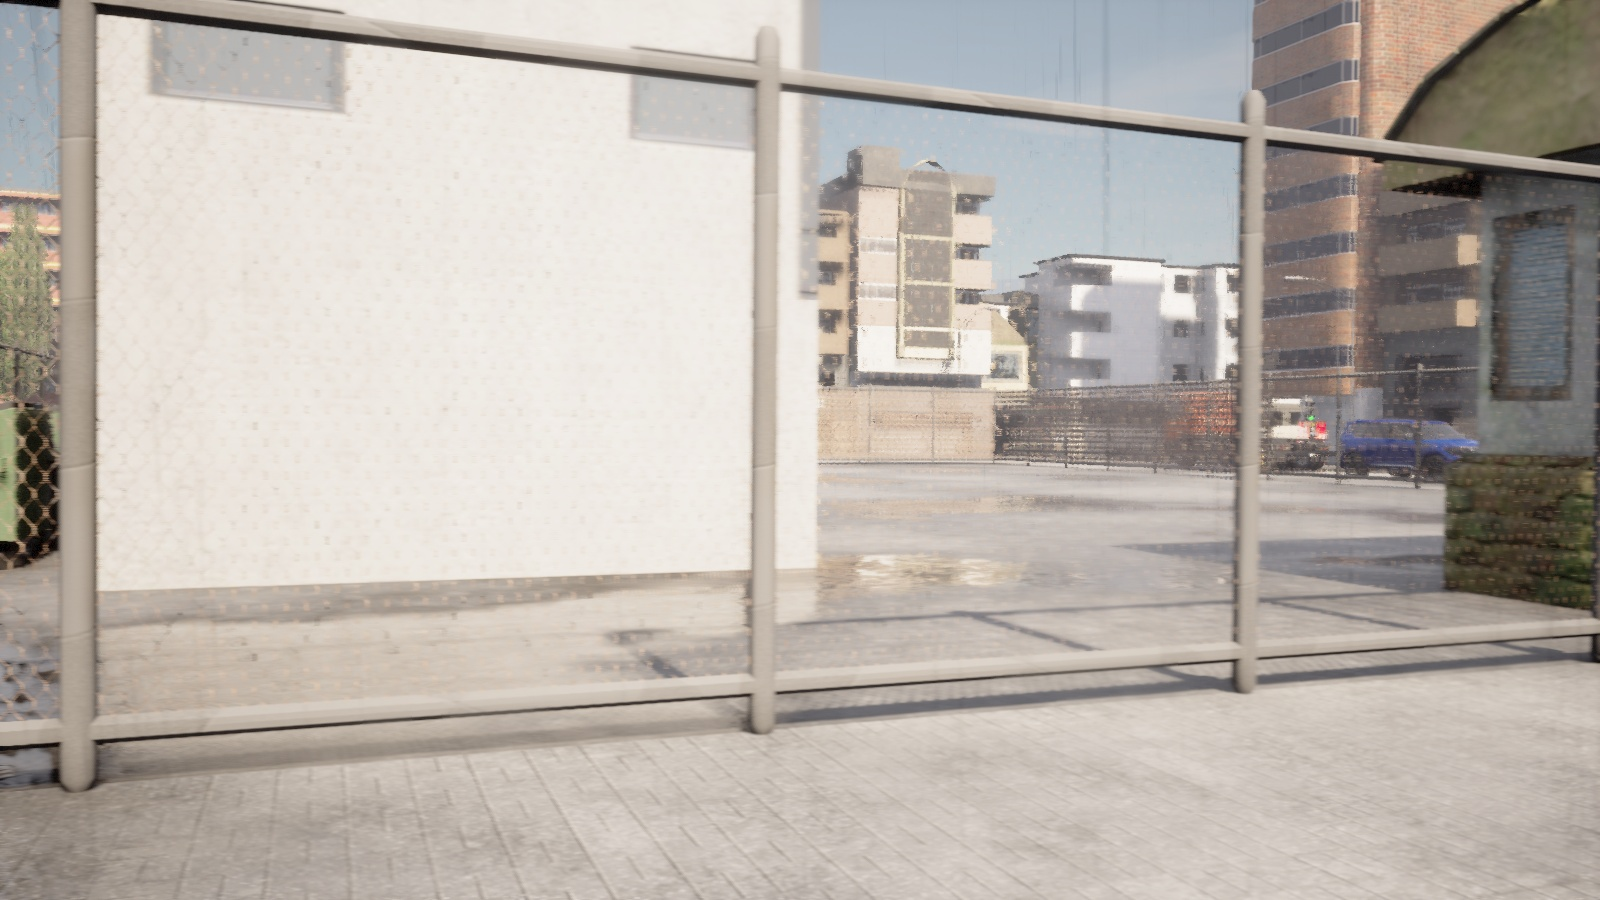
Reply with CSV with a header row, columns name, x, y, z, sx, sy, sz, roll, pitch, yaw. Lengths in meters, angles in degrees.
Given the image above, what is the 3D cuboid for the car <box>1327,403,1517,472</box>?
name,x,y,z,sx,sy,sz,roll,pitch,yaw
car,19.829,-0.407,40.383,2.150,2.045,5.566,-1,1,-19

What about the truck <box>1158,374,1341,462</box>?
name,x,y,z,sx,sy,sz,roll,pitch,yaw
truck,18.983,-1.322,53.707,2.891,3.462,7.936,-1,1,-21
